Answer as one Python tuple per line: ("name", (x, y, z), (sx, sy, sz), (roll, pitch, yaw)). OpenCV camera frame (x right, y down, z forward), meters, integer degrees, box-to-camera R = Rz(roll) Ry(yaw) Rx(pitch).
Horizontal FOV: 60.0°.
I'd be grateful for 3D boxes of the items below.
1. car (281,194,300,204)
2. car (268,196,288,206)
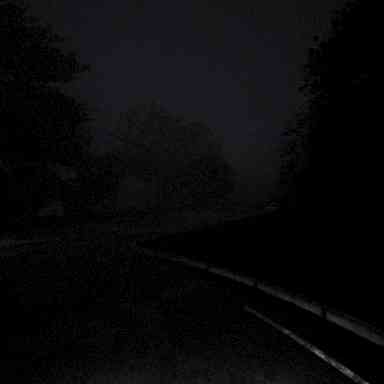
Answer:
("car", (17.014, 1.165, 57.281), (2.128, 1.511, 4.902), (-1, 0, 28))
("car", (12.357, 1.266, 48.262), (1.837, 1.490, 4.892), (-1, 0, 28))
